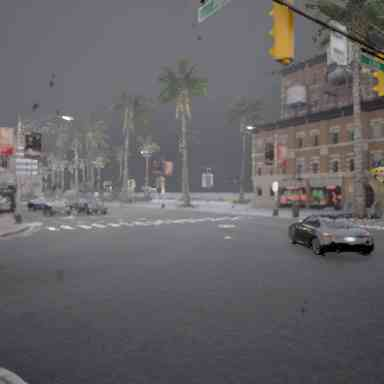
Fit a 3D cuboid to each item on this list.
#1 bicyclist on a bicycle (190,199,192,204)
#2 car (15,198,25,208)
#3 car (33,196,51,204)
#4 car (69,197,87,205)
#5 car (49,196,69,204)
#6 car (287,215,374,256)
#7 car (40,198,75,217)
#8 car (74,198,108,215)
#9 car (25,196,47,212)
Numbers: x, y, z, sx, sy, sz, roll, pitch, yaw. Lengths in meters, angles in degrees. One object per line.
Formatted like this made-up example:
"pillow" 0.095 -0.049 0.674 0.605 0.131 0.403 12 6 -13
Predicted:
"bicyclist on a bicycle" -0.579 1.428 46.088 1.656 1.620 0.582 0 0 -35
"car" -26.474 1.629 51.860 2.128 1.511 4.902 0 0 -35
"car" -30.747 1.616 68.099 4.674 1.442 1.812 0 0 43
"car" -21.667 1.733 63.282 1.994 1.385 4.181 0 0 -39
"car" -28.285 1.620 70.587 4.902 1.511 2.128 0 0 43
"car" 5.359 1.603 13.415 1.994 1.385 4.181 0 0 -2
"car" -13.505 1.614 33.165 1.812 1.442 4.674 0 0 -35
"car" -10.523 1.447 35.013 2.097 1.767 4.553 0 0 -35
"car" -18.797 1.586 40.822 1.882 1.535 5.008 0 0 -35
